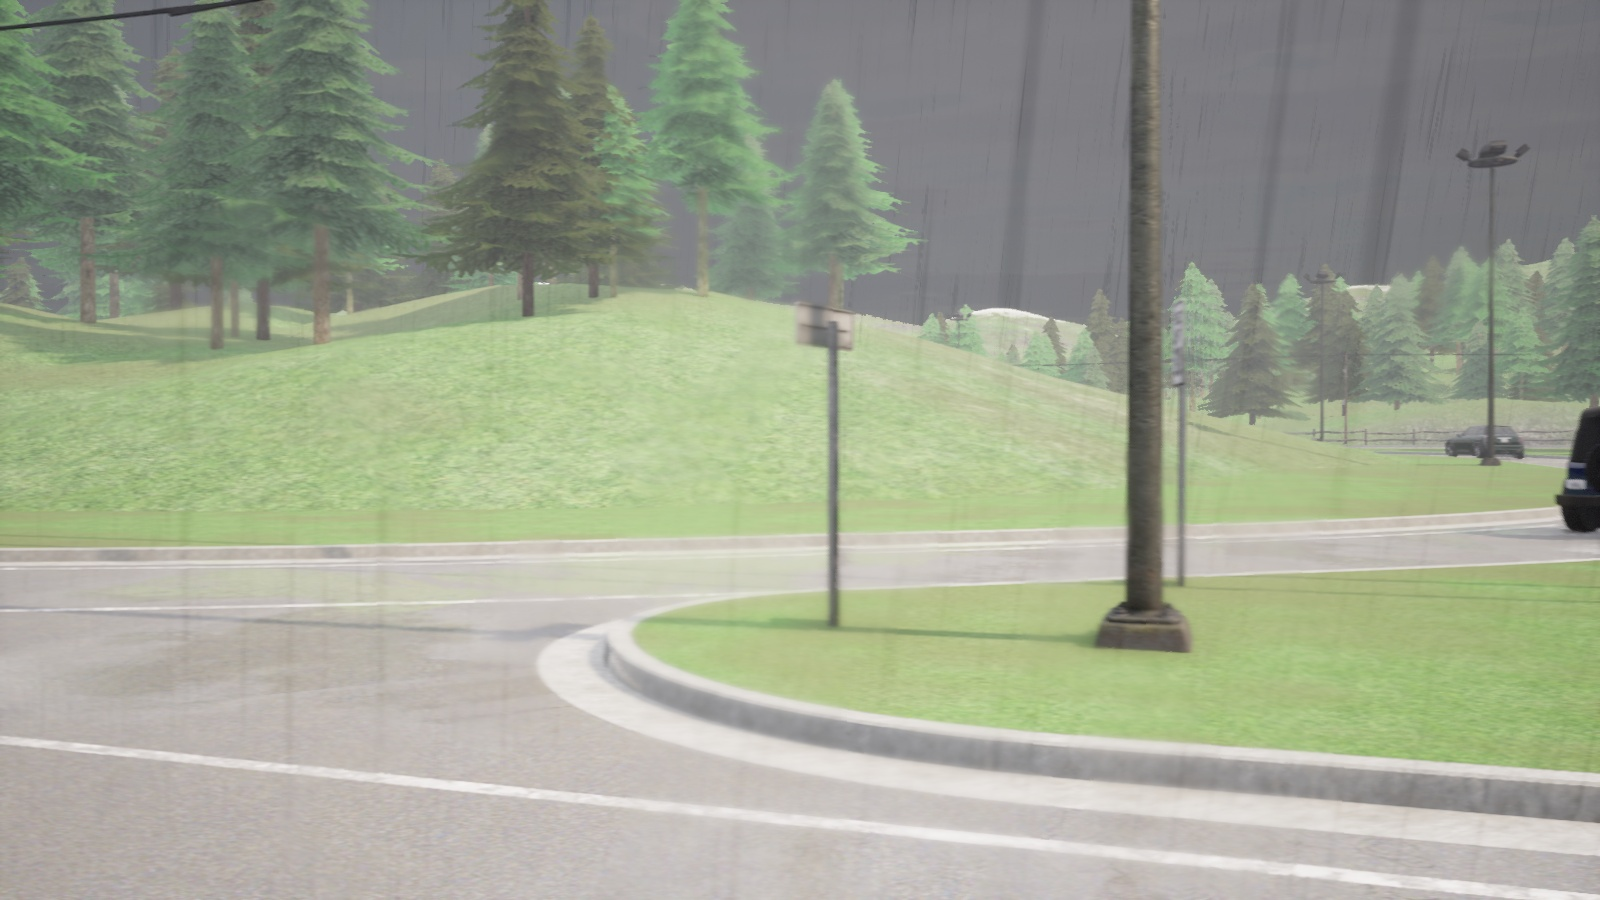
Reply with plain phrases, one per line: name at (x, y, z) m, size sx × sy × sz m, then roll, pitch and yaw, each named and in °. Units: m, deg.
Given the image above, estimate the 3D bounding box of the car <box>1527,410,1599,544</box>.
car at (12.916, 0.372, 18.686) m, size 3.866 × 1.878 × 1.905 m, roll 0°, pitch 1°, yaw -29°

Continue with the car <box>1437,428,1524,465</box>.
car at (34.274, -0.201, 63.420) m, size 2.097 × 1.767 × 4.553 m, roll 0°, pitch 1°, yaw 3°
